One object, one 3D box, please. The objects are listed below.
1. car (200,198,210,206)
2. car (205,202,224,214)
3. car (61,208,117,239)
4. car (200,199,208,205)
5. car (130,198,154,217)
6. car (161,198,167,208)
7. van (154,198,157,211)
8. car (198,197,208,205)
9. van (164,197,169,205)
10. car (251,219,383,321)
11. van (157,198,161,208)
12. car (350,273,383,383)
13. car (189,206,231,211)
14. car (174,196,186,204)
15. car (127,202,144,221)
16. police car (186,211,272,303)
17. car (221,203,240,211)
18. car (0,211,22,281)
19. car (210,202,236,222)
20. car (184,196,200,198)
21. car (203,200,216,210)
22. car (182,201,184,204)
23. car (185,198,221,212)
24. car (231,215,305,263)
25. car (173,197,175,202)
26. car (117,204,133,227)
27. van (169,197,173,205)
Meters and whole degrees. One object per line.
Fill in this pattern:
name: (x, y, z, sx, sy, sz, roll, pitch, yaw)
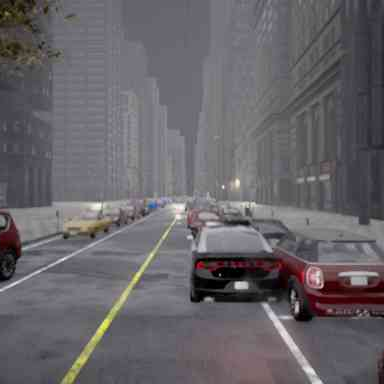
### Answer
car: (2.688, 2.126, 69.878, 1.967, 1.590, 4.097, 0, -1, 0)
car: (2.718, 1.952, 41.491, 2.008, 1.369, 4.403, 0, -1, 0)
car: (-5.783, 1.705, 18.594, 1.752, 1.417, 4.829, 0, -1, 0)
car: (2.682, 2.325, 75.554, 1.802, 1.307, 4.206, 0, -1, 0)
car: (-5.801, 1.661, 35.798, 2.192, 1.841, 5.009, 0, -1, 0)
car: (-5.824, 2.153, 58.504, 1.802, 1.307, 4.206, 0, -1, 0)
van: (-5.807, 1.743, 41.475, 1.690, 1.788, 3.998, 0, -1, 0)
car: (2.676, 2.116, 81.234, 2.192, 1.841, 5.009, 0, -1, 0)
van: (-5.831, 1.969, 64.184, 1.690, 1.788, 3.998, 0, -1, 0)
car: (2.754, 1.511, 7.428, 1.967, 1.590, 4.097, 0, -1, 0)
van: (-5.813, 1.799, 47.152, 1.690, 1.788, 3.998, 0, -1, 0)
car: (2.760, 1.599, 1.749, 1.802, 1.307, 4.206, 0, -1, 0)
car: (0.882, 1.704, 18.480, 1.812, 1.442, 4.674, 0, -1, 0)
car: (-3.087, 2.334, 83.819, 1.837, 1.490, 4.892, 0, -1, 0)
car: (-5.795, 1.873, 30.118, 1.802, 1.307, 4.206, 0, -1, 0)
police car: (0.892, 1.508, 8.591, 1.930, 1.638, 5.238, 0, -1, 0)
car: (2.736, 1.786, 24.458, 2.008, 1.369, 4.403, 0, -1, 0)
car: (-5.771, 1.387, 7.411, 2.192, 1.841, 5.009, 0, -1, 0)
car: (2.730, 1.731, 30.137, 1.967, 1.590, 4.097, 0, -1, 0)
car: (-0.063, 2.073, 60.933, 1.882, 1.535, 5.008, 0, -1, 0)
car: (2.706, 2.059, 52.846, 1.887, 1.381, 4.507, 0, -1, 0)
car: (-0.019, 2.043, 45.556, 1.895, 1.301, 4.718, 0, -1, 1)
car: (0.705, 1.583, 24.442, 2.097, 1.767, 4.553, 0, -1, 0)
car: (2.749, 1.692, 13.104, 1.947, 1.339, 4.313, 0, -1, 0)
car: (-5.848, 2.325, 81.043, 1.752, 1.417, 4.829, 0, -1, 0)
car: (-5.789, 1.818, 24.441, 1.802, 1.307, 4.206, 0, -1, 0)
van: (-5.843, 2.084, 75.538, 1.690, 1.788, 3.998, 0, -1, 0)
